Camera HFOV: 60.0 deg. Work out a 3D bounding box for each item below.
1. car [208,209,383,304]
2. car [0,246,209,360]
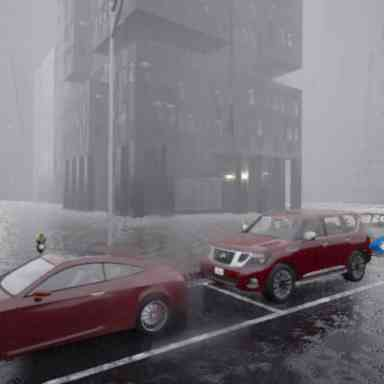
[{"bbox_3d":[2.628,1.389,8.530,5.009,1.841,2.192,1,-1,-36],"label":"car"},{"bbox_3d":[-1.993,1.597,5.228,4.206,1.307,1.802,1,-1,-36],"label":"car"}]
